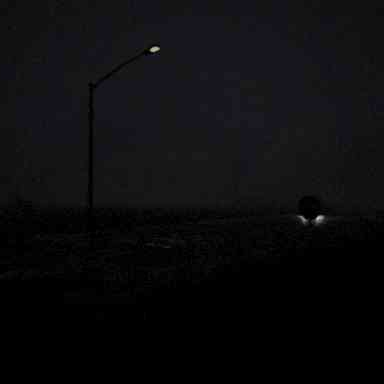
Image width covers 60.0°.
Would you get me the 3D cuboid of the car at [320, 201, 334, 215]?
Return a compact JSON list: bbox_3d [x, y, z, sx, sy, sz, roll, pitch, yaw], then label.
[{"bbox_3d":[15.052,1.892,39.185,1.882,1.535,5.008,0,1,44],"label":"car"}]
